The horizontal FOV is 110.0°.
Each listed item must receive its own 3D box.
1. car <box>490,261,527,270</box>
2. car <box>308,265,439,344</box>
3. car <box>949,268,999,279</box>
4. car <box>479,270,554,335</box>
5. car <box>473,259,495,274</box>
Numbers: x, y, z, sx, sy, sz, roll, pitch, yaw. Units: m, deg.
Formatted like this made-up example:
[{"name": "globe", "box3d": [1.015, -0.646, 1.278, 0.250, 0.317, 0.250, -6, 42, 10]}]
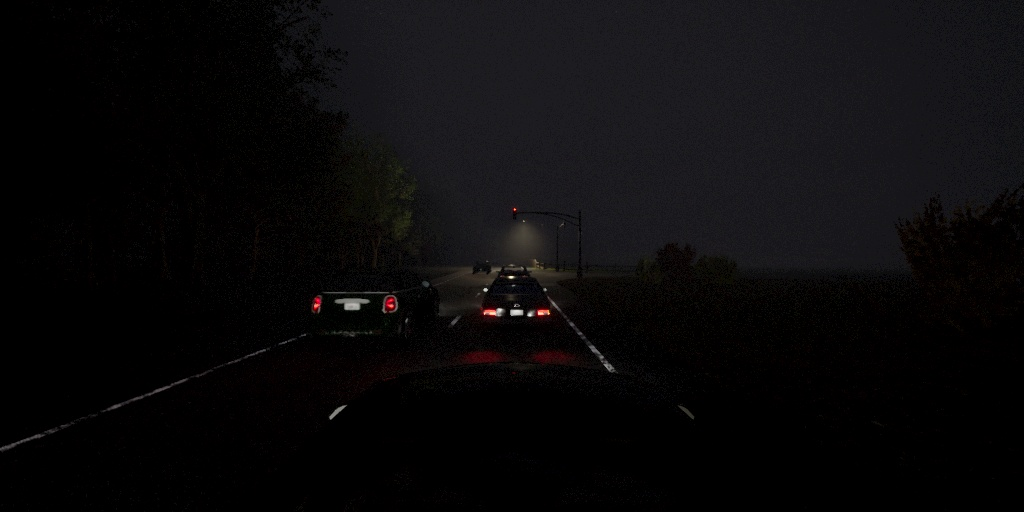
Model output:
[{"name": "car", "box3d": [0.102, 1.247, 20.212, 2.128, 1.511, 4.902, 0, 0, 0]}, {"name": "car", "box3d": [-3.401, 1.103, 9.749, 2.097, 1.767, 4.553, 0, 0, 0]}, {"name": "car", "box3d": [50.201, 1.898, 38.858, 4.718, 1.301, 1.895, 1, -1, 0]}, {"name": "car", "box3d": [0.101, 1.300, 10.463, 2.033, 1.411, 5.357, 0, 0, 0]}, {"name": "car", "box3d": [-3.406, 1.251, 41.490, 2.128, 1.511, 4.902, 0, 0, 0]}]
